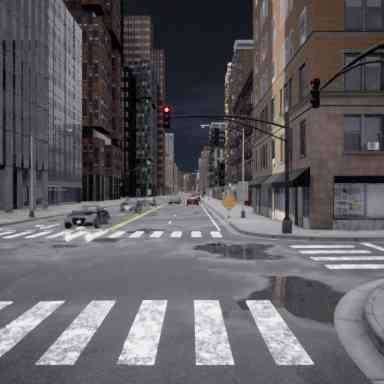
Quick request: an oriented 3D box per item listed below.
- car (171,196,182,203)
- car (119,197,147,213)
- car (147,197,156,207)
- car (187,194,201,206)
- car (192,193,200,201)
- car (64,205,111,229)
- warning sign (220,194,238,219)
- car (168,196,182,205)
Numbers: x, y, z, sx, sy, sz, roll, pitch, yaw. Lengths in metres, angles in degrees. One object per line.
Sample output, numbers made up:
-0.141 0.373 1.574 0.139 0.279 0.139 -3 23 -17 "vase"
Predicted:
-3.154 1.573 69.638 2.033 1.411 5.357 0 0 0 "car"
-6.597 1.499 36.313 2.128 1.511 4.902 0 0 0 "car"
-6.571 1.539 51.116 1.812 1.442 4.674 0 0 1 "car"
0.100 1.493 54.838 1.882 1.535 5.008 0 0 0 "car"
0.975 1.267 85.682 2.150 2.045 5.566 0 0 0 "car"
-6.600 1.565 21.352 1.994 1.385 4.181 0 0 0 "car"
2.853 1.118 25.648 1.300 1.860 1.060 0 0 0 "warning sign"
-3.151 1.619 59.379 1.895 1.301 4.718 0 0 0 "car"
